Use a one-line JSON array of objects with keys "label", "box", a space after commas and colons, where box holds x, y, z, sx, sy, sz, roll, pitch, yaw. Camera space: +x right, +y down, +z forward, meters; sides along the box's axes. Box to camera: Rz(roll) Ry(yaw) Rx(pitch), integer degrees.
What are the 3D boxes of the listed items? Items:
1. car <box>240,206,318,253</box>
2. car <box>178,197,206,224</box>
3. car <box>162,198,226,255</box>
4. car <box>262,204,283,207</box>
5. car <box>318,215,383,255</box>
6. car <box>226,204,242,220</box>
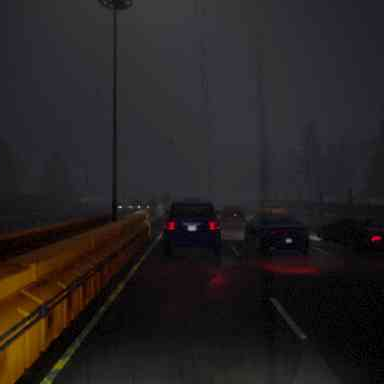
[{"label": "car", "box": [3.505, 1.615, 14.479, 1.882, 1.535, 5.008, 0, 0, 0]}, {"label": "car", "box": [0.002, 1.490, 29.022, 2.150, 2.045, 5.566, 0, 0, 0]}, {"label": "car", "box": [0.002, 1.349, 14.021, 2.150, 2.045, 5.566, 0, 0, 0]}, {"label": "car", "box": [7.007, 1.756, 29.491, 1.882, 1.535, 5.008, 0, 0, 0]}, {"label": "car", "box": [7.002, 1.680, 13.989, 2.033, 1.411, 5.357, 0, -1, 0]}, {"label": "car", "box": [3.506, 1.756, 29.476, 1.882, 1.535, 5.008, 0, 0, 0]}]
